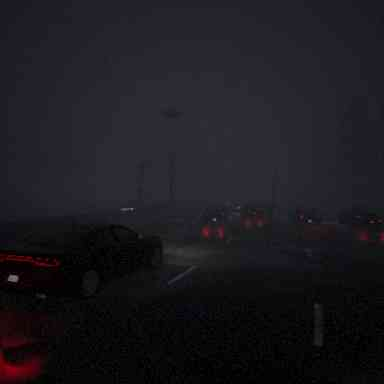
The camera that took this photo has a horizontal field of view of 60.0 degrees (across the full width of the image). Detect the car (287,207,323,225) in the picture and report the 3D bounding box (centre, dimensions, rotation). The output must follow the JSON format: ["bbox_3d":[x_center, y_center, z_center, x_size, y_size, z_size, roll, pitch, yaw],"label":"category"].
[{"bbox_3d":[8.888,1.850,26.541,1.895,1.301,4.718,1,0,6],"label":"car"}]

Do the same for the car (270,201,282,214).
[{"bbox_3d":[9.251,1.813,39.849,1.882,1.535,5.008,1,0,-2],"label":"car"}]

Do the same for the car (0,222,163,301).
[{"bbox_3d":[-2.472,1.504,8.597,1.882,1.535,5.008,1,0,21],"label":"car"}]

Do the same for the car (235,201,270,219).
[{"bbox_3d":[5.734,1.744,32.145,2.128,1.511,4.902,1,0,3],"label":"car"}]

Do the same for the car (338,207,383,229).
[{"bbox_3d":[12.061,1.791,23.985,1.812,1.442,4.674,1,0,8],"label":"car"}]

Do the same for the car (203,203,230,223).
[{"bbox_3d":[1.983,1.788,27.456,1.895,1.301,4.718,1,0,6],"label":"car"}]

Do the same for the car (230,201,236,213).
[{"bbox_3d":[5.576,1.880,42.626,1.994,1.385,4.181,1,0,-5],"label":"car"}]

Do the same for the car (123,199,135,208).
[{"bbox_3d":[-9.901,1.768,51.930,2.033,1.411,5.357,1,0,-12],"label":"car"}]
